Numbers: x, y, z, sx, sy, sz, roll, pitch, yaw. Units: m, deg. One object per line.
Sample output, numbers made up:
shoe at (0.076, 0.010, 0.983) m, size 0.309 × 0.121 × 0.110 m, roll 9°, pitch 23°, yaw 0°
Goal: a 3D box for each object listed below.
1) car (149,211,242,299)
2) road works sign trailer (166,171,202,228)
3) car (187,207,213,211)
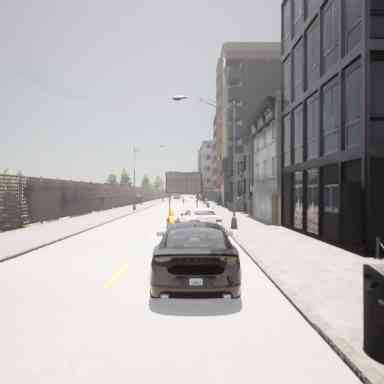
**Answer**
car at (0.068, 1.485, 8.514) m, size 1.882 × 1.535 × 5.008 m, roll 0°, pitch 0°, yaw 0°
road works sign trailer at (-0.578, 0.482, 21.349) m, size 2.380 × 3.560 × 2.880 m, roll 0°, pitch 0°, yaw -17°
car at (0.404, 1.554, 17.867) m, size 1.812 × 1.442 × 4.674 m, roll 0°, pitch -1°, yaw -9°
